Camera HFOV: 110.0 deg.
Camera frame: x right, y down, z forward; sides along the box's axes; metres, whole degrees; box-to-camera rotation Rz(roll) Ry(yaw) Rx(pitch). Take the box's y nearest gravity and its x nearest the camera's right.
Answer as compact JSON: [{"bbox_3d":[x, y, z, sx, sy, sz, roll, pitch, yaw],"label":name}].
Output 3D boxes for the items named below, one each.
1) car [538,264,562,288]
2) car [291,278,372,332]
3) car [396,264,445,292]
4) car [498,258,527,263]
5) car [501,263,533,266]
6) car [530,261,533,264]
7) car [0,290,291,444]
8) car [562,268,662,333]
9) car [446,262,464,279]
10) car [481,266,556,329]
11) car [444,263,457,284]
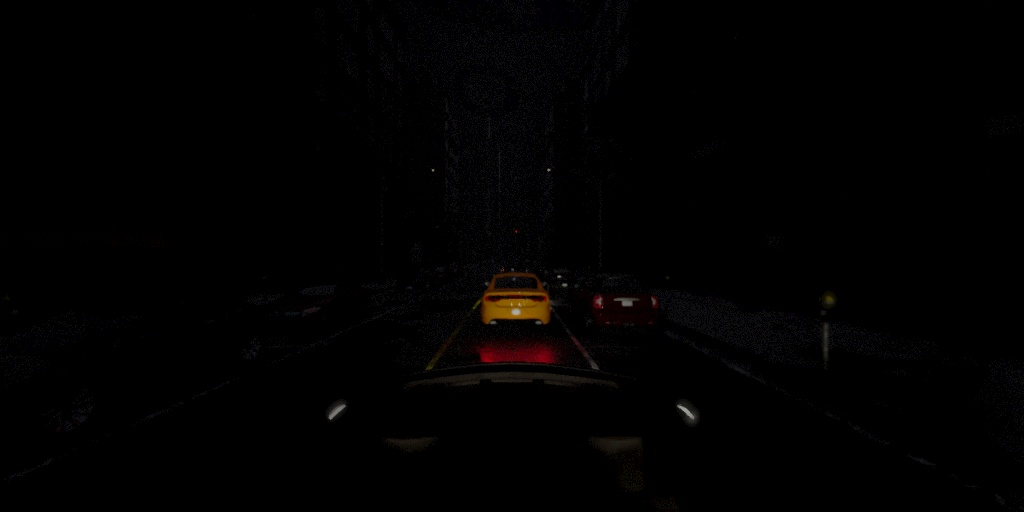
[{"bbox_3d":[2.891,1.351,21.851,2.007,1.370,4.403,0,0,0],"label":"car"},{"bbox_3d":[-5.654,1.353,10.864,1.802,1.307,4.207,0,0,0],"label":"car"},{"bbox_3d":[-5.634,1.365,21.866,1.948,1.339,4.313,0,0,0],"label":"car"},{"bbox_3d":[0.085,1.183,33.458,2.097,1.767,4.553,0,0,1],"label":"car"},{"bbox_3d":[0.133,1.368,23.504,1.994,1.385,4.181,0,0,1],"label":"car"},{"bbox_3d":[2.911,1.395,32.853,1.948,1.339,4.313,0,0,0],"label":"car"},{"bbox_3d":[-5.664,1.324,5.362,1.948,1.339,4.313,0,0,0],"label":"car"},{"bbox_3d":[2.872,1.212,10.848,1.967,1.591,4.097,0,0,0],"label":"car"},{"bbox_3d":[-5.614,1.268,32.869,1.967,1.591,4.097,0,0,0],"label":"car"},{"bbox_3d":[0.115,1.251,11.464,1.882,1.535,5.008,0,0,0],"label":"car"},{"bbox_3d":[-5.625,1.396,27.367,1.802,1.307,4.207,0,0,0],"label":"car"}]
